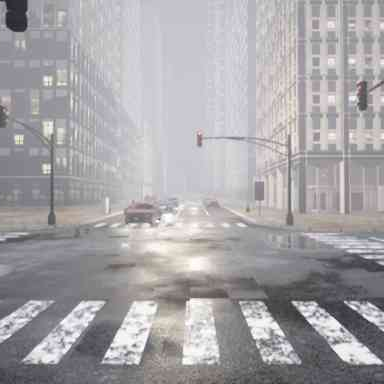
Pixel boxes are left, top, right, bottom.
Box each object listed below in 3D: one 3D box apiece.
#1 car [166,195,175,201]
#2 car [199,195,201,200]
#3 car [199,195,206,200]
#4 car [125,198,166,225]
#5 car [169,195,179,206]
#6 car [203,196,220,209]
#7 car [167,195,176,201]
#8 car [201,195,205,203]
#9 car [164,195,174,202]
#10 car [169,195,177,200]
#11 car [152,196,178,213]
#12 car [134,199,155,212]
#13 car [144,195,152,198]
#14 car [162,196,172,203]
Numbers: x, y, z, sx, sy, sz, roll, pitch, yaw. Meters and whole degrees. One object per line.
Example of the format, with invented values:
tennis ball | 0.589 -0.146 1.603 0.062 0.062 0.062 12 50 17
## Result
car | -5.455 1.543 84.016 1.887 1.381 4.507 1 0 0
car | 2.866 1.564 61.763 1.947 1.339 4.313 1 0 0
car | 2.954 1.544 95.226 1.887 1.381 4.507 1 0 0
car | -3.415 1.476 24.278 1.882 1.535 5.008 0 0 5
car | -2.954 1.476 50.076 1.882 1.535 5.008 0 0 1
car | 2.821 1.580 45.030 1.802 1.307 4.206 1 0 0
car | -5.441 1.549 89.591 2.008 1.369 4.403 1 0 0
car | 2.853 1.524 56.356 1.752 1.417 4.829 1 0 0
car | -5.470 1.549 78.441 2.008 1.369 4.403 1 0 0
car | -5.427 1.565 95.167 1.947 1.339 4.313 1 0 0
car | -2.997 1.489 37.097 2.128 1.511 4.902 0 0 0
car | -5.573 1.580 39.415 1.802 1.307 4.206 1 0 0
car | -5.585 1.439 33.840 1.967 1.590 4.097 1 0 0
car | -5.485 1.543 72.866 1.887 1.381 4.507 1 0 0
